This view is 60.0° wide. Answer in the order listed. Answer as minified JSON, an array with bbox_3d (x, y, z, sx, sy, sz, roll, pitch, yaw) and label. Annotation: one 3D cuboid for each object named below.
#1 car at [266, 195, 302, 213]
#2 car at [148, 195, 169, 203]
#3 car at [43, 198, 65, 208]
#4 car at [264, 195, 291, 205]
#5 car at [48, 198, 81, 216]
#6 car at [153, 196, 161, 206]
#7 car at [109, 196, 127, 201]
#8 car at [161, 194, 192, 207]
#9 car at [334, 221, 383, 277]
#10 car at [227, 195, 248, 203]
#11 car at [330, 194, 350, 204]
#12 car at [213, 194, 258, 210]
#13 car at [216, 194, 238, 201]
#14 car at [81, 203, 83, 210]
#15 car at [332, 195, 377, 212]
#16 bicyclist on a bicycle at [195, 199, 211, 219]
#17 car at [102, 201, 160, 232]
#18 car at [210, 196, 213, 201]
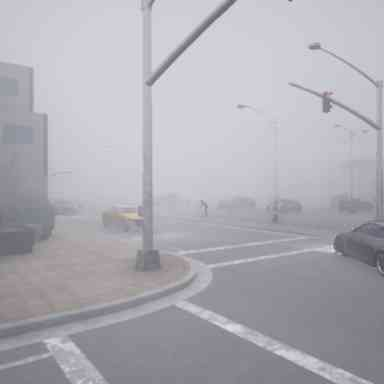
[{"bbox_3d":[9.380,1.319,33.888,3.806,1.475,1.970,0,0,-36],"label":"car"},{"bbox_3d":[-6.975,1.469,68.557,3.806,1.475,1.970,0,0,-36],"label":"car"},{"bbox_3d":[-22.124,1.709,53.105,2.033,1.411,5.357,0,0,-36],"label":"car"},{"bbox_3d":[14.707,1.317,57.019,4.514,1.523,2.007,0,0,-36],"label":"car"},{"bbox_3d":[-13.743,1.516,35.174,2.097,1.767,4.553,0,0,-35],"label":"car"},{"bbox_3d":[-4.066,1.204,51.465,4.605,1.855,1.932,0,0,-36],"label":"car"},{"bbox_3d":[-14.747,1.494,66.673,3.633,1.501,1.845,0,0,-36],"label":"car"},{"bbox_3d":[-2.043,1.180,49.339,3.866,1.878,1.905,0,0,-36],"label":"car"},{"bbox_3d":[6.158,1.608,10.479,1.994,1.385,4.181,0,1,1],"label":"car"},{"bbox_3d":[8.938,1.346,65.179,3.633,1.501,1.845,0,0,-36],"label":"car"},{"bbox_3d":[21.362,1.110,46.466,4.605,1.855,1.932,0,0,-36],"label":"car"},{"bbox_3d":[5.389,1.247,38.924,5.027,1.636,2.152,0,0,-36],"label":"car"},{"bbox_3d":[8.305,1.332,79.279,5.027,1.636,2.152,0,0,-36],"label":"car"},{"bbox_3d":[-16.283,1.702,44.998,2.033,1.411,5.357,0,0,-35],"label":"car"},{"bbox_3d":[17.246,1.351,35.001,4.514,1.523,2.007,0,0,-36],"label":"car"},{"bbox_3d":[0.934,1.420,27.464,1.656,1.620,0.582,-1,0,-35],"label":"bicyclist on a bicycle"},{"bbox_3d":[-4.348,1.629,21.985,1.882,1.535,5.008,0,0,-35],"label":"car"},{"bbox_3d":[6.440,1.343,81.802,4.514,1.523,2.007,0,0,-36],"label":"car"}]
